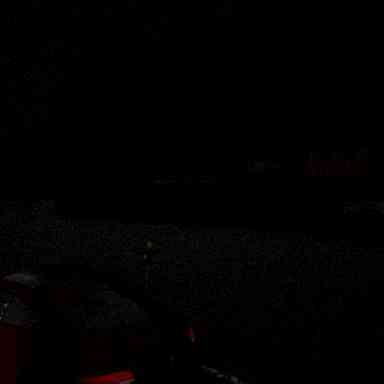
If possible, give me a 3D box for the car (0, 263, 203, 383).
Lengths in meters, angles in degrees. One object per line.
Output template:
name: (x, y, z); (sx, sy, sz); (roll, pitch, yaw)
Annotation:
car: (-1.831, 1.581, 4.108); (4.206, 1.307, 1.802); (0, 1, 36)
